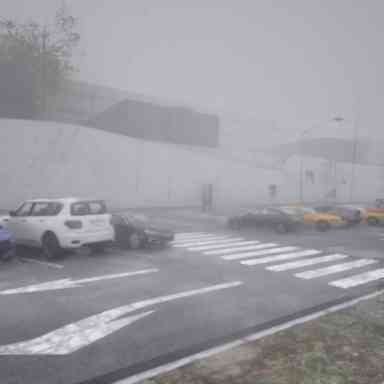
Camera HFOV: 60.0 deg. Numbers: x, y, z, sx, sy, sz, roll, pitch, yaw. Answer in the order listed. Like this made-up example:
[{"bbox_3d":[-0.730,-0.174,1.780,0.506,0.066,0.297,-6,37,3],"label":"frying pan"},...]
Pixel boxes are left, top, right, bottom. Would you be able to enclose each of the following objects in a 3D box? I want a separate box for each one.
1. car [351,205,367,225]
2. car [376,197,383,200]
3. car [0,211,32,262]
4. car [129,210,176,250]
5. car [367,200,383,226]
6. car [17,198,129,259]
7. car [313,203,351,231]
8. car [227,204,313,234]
[{"bbox_3d":[9.179,1.630,23.197,4.792,1.488,2.163,-1,-1,35],"label":"car"},{"bbox_3d":[16.519,1.538,28.357,4.553,1.767,2.185,-1,-1,35],"label":"car"},{"bbox_3d":[-7.801,1.495,11.082,5.008,1.535,2.097,-1,-1,35],"label":"car"},{"bbox_3d":[-2.944,1.514,14.545,4.892,1.521,2.231,-1,-1,34],"label":"car"},{"bbox_3d":[11.789,1.618,24.810,5.366,1.575,1.946,-1,-1,35],"label":"car"},{"bbox_3d":[-5.399,1.251,12.821,5.566,2.045,2.435,-1,-1,35],"label":"car"},{"bbox_3d":[6.929,1.572,21.350,5.366,1.575,1.946,-1,-1,35],"label":"car"},{"bbox_3d":[4.347,1.598,19.719,4.674,1.452,2.002,-1,-1,35],"label":"car"}]
